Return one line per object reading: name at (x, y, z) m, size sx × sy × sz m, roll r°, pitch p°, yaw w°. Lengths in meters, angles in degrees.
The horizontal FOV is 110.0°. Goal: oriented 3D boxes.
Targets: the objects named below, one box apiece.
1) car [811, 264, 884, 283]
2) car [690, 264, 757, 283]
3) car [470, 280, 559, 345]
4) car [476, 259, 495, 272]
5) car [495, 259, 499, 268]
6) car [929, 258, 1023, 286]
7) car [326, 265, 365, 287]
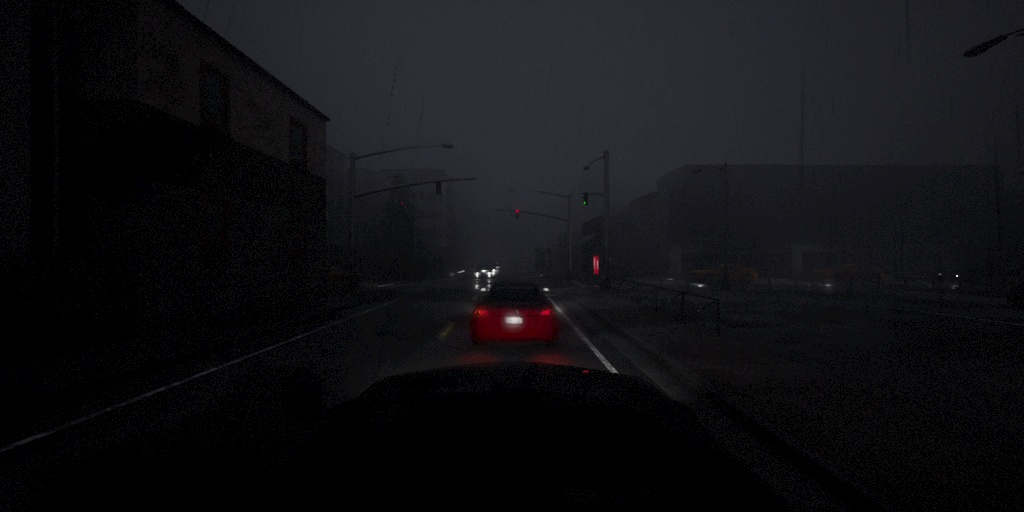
car at (27.555, 1.404, 29.538) m, size 5.008 × 1.535 × 1.882 m, roll 0°, pitch 0°, yaw 0°
car at (17.330, 1.404, 29.529) m, size 5.008 × 1.535 × 1.882 m, roll 0°, pitch 0°, yaw 0°
car at (0.072, 1.314, 9.472) m, size 1.994 × 1.385 × 4.181 m, roll 0°, pitch 0°, yaw 0°
car at (-3.543, 1.276, 46.343) m, size 1.812 × 1.442 × 4.674 m, roll 0°, pitch 0°, yaw 0°
car at (-3.520, 1.351, 56.377) m, size 1.895 × 1.301 × 4.718 m, roll 0°, pitch 0°, yaw 0°
car at (38.045, 1.148, 29.531) m, size 5.566 × 2.045 × 2.150 m, roll 0°, pitch 0°, yaw 0°
car at (-13.212, 1.404, 25.786) m, size 5.008 × 1.535 × 1.882 m, roll 0°, pitch 0°, yaw 0°
